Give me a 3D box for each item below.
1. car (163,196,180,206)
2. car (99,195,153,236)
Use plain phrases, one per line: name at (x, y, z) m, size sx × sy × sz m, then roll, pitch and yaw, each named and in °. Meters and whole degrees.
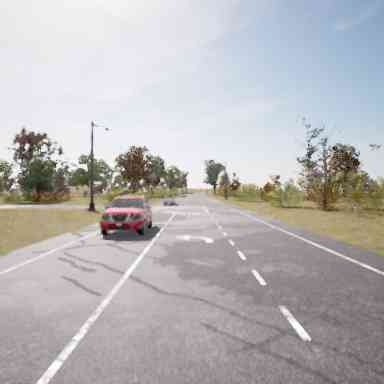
car at (-3.460, 1.449, 52.058) m, size 2.128 × 1.511 × 4.902 m, roll 0°, pitch 0°, yaw 0°
car at (-3.514, 1.212, 18.767) m, size 2.150 × 2.045 × 5.566 m, roll 0°, pitch 0°, yaw 0°
